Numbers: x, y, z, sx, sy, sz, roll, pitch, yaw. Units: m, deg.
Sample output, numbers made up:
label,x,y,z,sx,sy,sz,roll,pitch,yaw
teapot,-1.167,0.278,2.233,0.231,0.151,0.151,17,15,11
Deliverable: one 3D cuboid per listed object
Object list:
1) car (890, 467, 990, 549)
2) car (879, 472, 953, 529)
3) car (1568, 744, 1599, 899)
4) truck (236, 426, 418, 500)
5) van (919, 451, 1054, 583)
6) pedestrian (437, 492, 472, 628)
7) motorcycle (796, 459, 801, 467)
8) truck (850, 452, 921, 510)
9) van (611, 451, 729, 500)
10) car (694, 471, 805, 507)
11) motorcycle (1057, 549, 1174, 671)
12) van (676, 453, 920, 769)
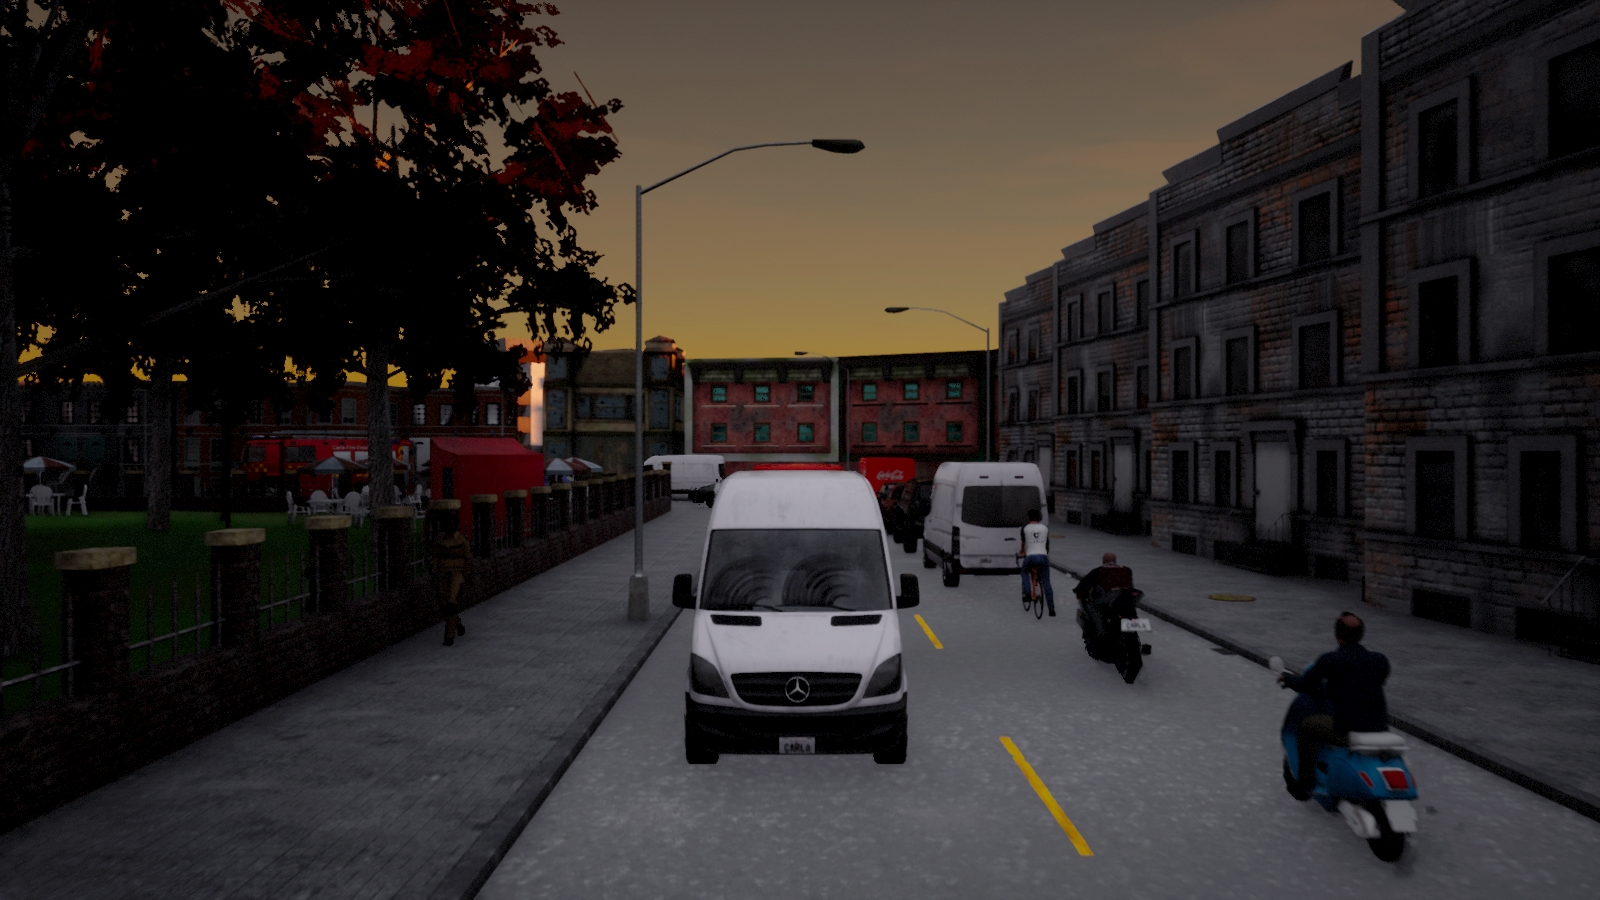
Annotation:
label,x,y,z,sx,sy,sz,roll,pitch,yaw
car,3.882,1.560,32.627,2.150,2.045,5.566,0,0,0
car,3.926,1.687,39.423,2.097,1.767,4.553,0,0,0
car,3.999,1.841,1.839,2.231,1.480,4.892,0,0,0
truck,-25.012,0.672,60.659,8.468,3.827,2.891,0,0,-1
van,3.945,1.315,25.204,1.988,2.561,5.915,0,0,0
pedestrian,-4.823,1.525,15.944,0.375,1.860,0.375,0,0,0
motorcycle,-0.231,1.966,179.398,0.856,1.236,1.805,0,0,0
truck,3.796,1.350,51.589,2.627,2.467,5.204,0,0,-2
van,-6.863,1.317,60.552,5.915,2.561,1.988,0,0,10
car,-2.431,1.820,54.643,4.974,1.542,2.038,0,1,30
motorcycle,3.967,1.985,14.574,0.867,1.251,2.209,0,0,0
van,-0.031,1.315,12.245,1.988,2.561,5.915,0,0,0
